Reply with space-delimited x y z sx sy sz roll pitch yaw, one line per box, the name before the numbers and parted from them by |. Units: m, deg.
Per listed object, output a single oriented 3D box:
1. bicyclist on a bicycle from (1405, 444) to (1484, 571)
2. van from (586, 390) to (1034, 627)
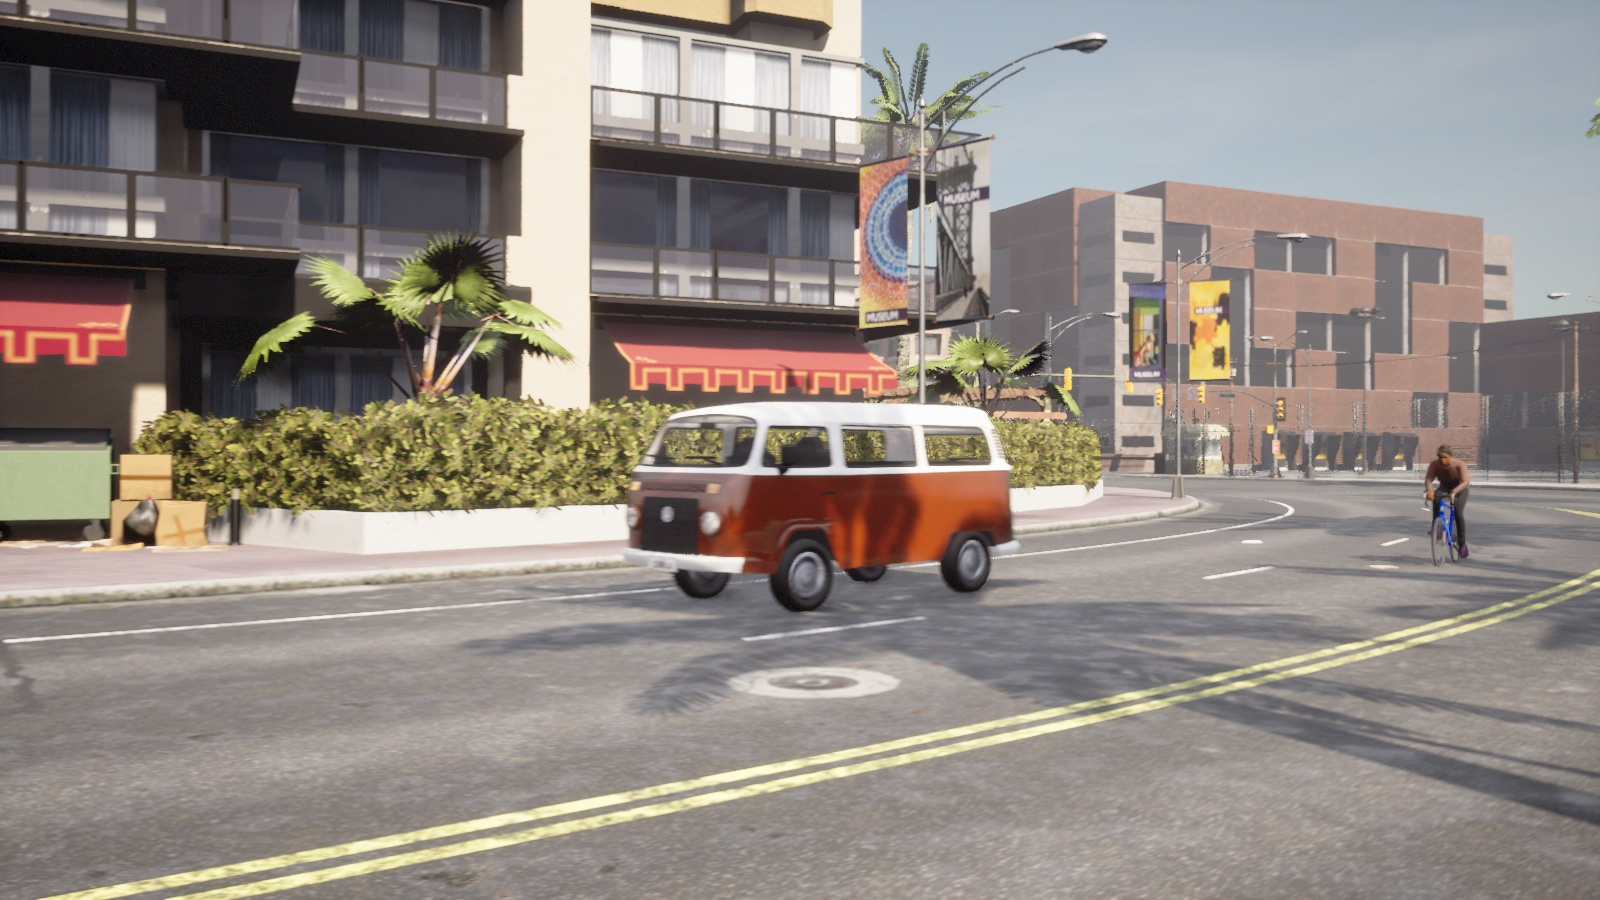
bicyclist on a bicycle | 8.657 0.727 16.839 0.582 1.620 1.656 0 0 39
van | 0.244 0.507 13.097 4.480 2.038 2.069 0 0 -43
